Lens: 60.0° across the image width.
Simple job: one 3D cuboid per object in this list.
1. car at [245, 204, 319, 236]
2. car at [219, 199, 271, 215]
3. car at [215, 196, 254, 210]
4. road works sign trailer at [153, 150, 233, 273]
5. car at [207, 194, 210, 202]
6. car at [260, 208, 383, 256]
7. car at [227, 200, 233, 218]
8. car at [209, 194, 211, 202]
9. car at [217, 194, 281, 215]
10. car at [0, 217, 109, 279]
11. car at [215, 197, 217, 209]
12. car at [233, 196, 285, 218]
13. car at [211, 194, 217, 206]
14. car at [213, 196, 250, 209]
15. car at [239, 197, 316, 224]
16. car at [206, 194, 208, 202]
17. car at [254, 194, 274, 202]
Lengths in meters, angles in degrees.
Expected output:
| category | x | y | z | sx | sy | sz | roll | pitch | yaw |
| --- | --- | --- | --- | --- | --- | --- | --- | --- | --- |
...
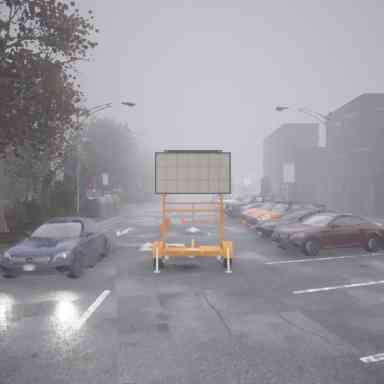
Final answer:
| category | x | y | z | sx | sy | sz | roll | pitch | yaw |
| --- | --- | --- | --- | --- | --- | --- | --- | --- | --- |
| car | 5.319 | 1.518 | 15.917 | 4.792 | 1.488 | 2.163 | 1 | 0 | -20 |
| car | 5.416 | 1.546 | 33.927 | 4.792 | 1.488 | 2.163 | 1 | 0 | -20 |
| car | 5.467 | 1.415 | 42.943 | 4.553 | 1.767 | 2.185 | 1 | 0 | -20 |
| road works sign trailer | 0.028 | 0.466 | 10.667 | 2.380 | 3.560 | 2.880 | 0 | 0 | 0 |
| car | 5.550 | 1.585 | 54.964 | 5.008 | 1.535 | 2.097 | 1 | -1 | -20 |
| car | 5.336 | 1.528 | 12.925 | 4.674 | 1.452 | 2.002 | 1 | 0 | -20 |
| car | 5.389 | 1.539 | 24.934 | 4.674 | 1.452 | 2.002 | 1 | 0 | -20 |
| car | 5.579 | 1.448 | 51.961 | 4.553 | 1.767 | 2.185 | 1 | 0 | -20 |
| car | 5.399 | 1.252 | 27.913 | 5.566 | 2.045 | 2.435 | 1 | 0 | -20 |
| car | -3.832 | 1.527 | 10.155 | 1.812 | 1.442 | 4.674 | 0 | 0 | 0 |
| car | 5.253 | 1.504 | 30.870 | 5.366 | 1.575 | 1.946 | 1 | 0 | -20 |
| car | 5.409 | 1.370 | 21.938 | 4.553 | 1.767 | 2.185 | 1 | 0 | -20 |
| car | 5.440 | 1.272 | 36.929 | 5.566 | 2.045 | 2.435 | 1 | 0 | -20 |
| car | 5.484 | 1.425 | 45.944 | 4.553 | 1.767 | 2.185 | 1 | 0 | -20 |
| car | 5.393 | 1.367 | 18.937 | 4.553 | 1.767 | 2.185 | 1 | 0 | -20 |
| car | 5.618 | 1.393 | 70.002 | 5.566 | 2.045 | 2.435 | 1 | 0 | -20 |
| car | 18.633 | 1.466 | 85.954 | 2.435 | 2.045 | 5.566 | 0 | 0 | -21 |
